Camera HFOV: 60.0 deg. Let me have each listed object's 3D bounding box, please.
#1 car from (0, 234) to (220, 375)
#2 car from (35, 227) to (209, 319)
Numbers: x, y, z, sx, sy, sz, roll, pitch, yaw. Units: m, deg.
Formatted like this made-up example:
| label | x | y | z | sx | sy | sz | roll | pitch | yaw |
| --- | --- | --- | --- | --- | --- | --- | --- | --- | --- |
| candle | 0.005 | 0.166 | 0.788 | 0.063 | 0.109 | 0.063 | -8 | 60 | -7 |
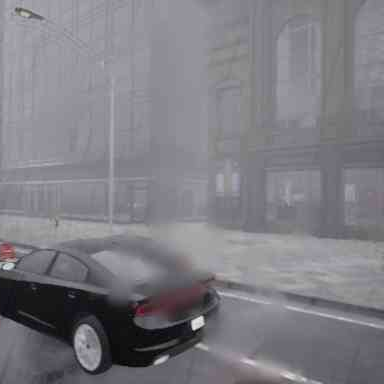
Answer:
| label | x | y | z | sx | sy | sz | roll | pitch | yaw |
| --- | --- | --- | --- | --- | --- | --- | --- | --- | --- |
| car | -1.907 | 1.548 | 5.792 | 5.008 | 1.535 | 1.882 | 0 | -1 | 37 |
| car | -1.836 | 1.682 | 8.059 | 4.206 | 1.307 | 1.802 | 0 | -1 | 37 |
